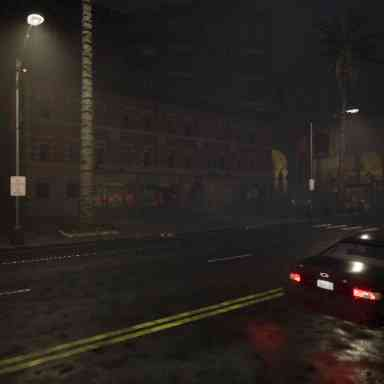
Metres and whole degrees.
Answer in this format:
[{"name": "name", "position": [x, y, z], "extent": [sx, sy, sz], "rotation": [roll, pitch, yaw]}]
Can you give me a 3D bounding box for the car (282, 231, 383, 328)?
[{"name": "car", "position": [4.192, 1.547, 6.852], "extent": [5.357, 1.411, 2.033], "rotation": [0, 0, -36]}]
